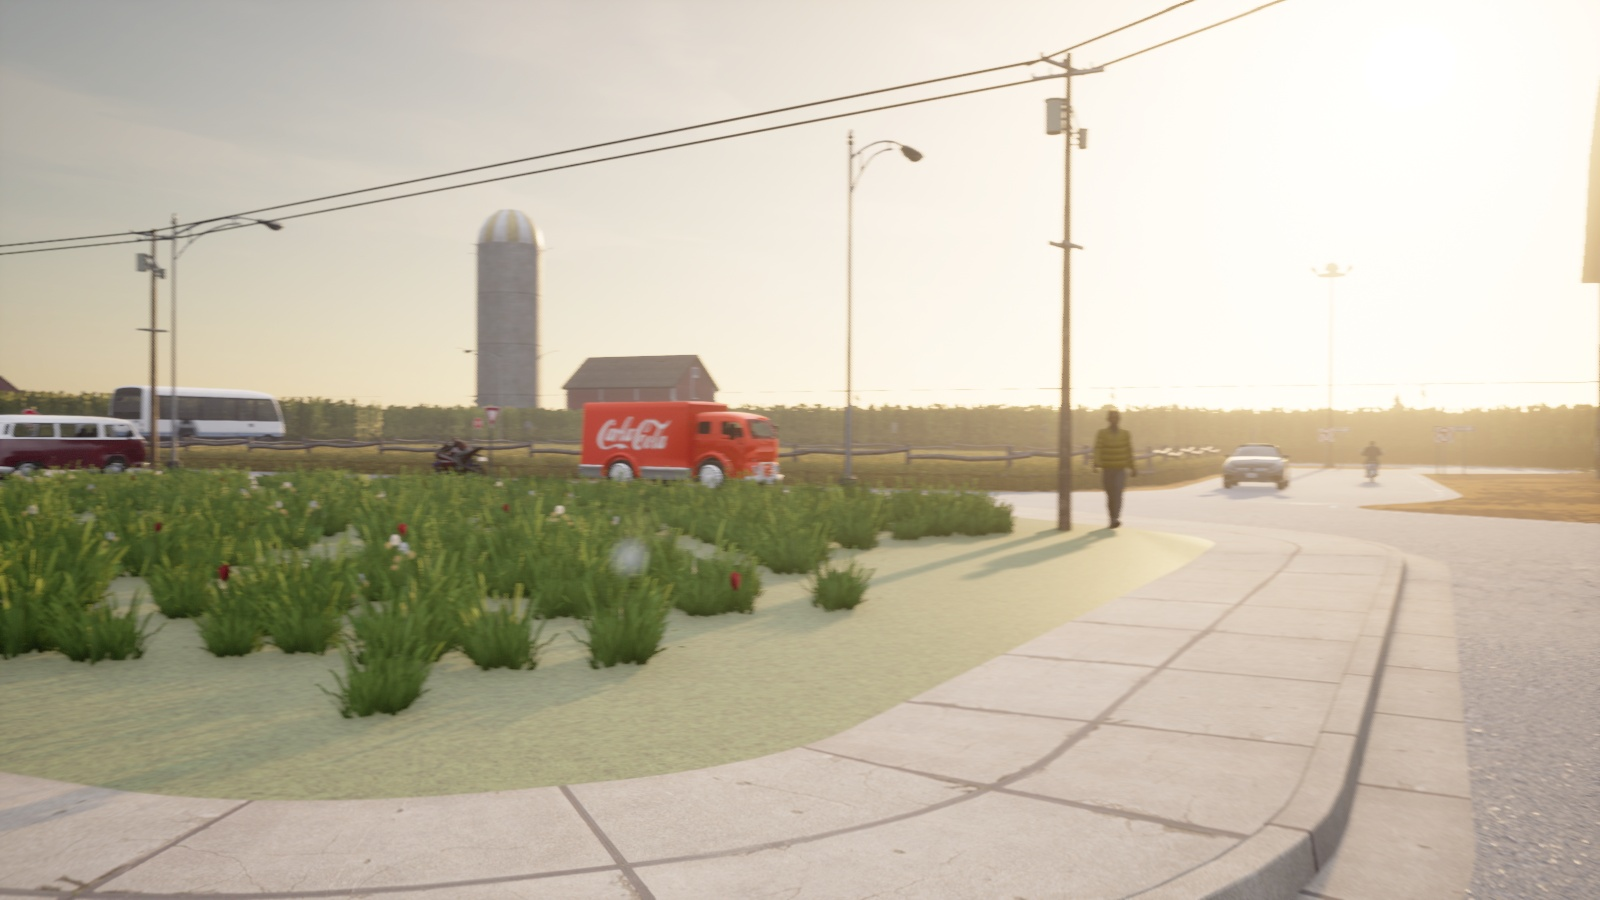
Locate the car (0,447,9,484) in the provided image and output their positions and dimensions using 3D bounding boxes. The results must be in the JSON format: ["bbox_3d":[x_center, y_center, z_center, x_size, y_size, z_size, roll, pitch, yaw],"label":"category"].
[{"bbox_3d":[-36.957,0.694,54.581,5.366,1.575,1.801,-1,1,27],"label":"car"}]

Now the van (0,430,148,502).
[{"bbox_3d":[-22.677,0.450,38.233,2.069,2.038,4.480,-1,0,38],"label":"van"}]

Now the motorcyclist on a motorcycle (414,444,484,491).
[{"bbox_3d":[-11.720,0.566,41.929,2.191,1.530,0.866,0,1,27],"label":"motorcyclist on a motorcycle"}]

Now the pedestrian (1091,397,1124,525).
[{"bbox_3d":[4.523,0.155,18.489,0.431,1.840,0.709,-1,1,13],"label":"pedestrian"}]

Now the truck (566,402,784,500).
[{"bbox_3d":[-3.364,0.007,33.842,5.204,2.467,2.627,0,1,26],"label":"truck"}]

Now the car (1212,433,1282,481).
[{"bbox_3d":[14.690,0.193,41.129,1.812,1.442,4.674,-1,1,24],"label":"car"}]

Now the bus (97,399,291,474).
[{"bbox_3d":[-36.687,-0.858,76.635,3.944,4.253,10.273,-1,1,27],"label":"bus"}]

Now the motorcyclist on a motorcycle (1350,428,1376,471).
[{"bbox_3d":[21.189,-0.034,47.317,0.866,1.590,1.817,-1,1,23],"label":"motorcyclist on a motorcycle"}]
